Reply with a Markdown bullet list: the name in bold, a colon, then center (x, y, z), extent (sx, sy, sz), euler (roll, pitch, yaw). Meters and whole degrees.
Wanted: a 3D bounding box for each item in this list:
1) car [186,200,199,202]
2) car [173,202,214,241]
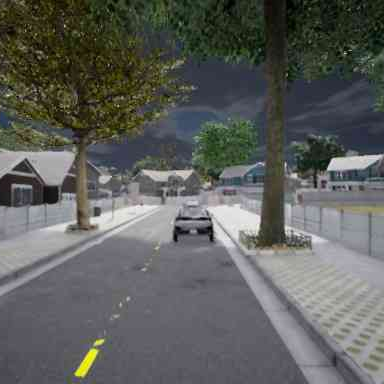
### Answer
- **car**: center (0.048, 1.520, 32.918), extent (1.812, 1.442, 4.674), euler (0, 0, 0)
- **car**: center (0.074, 1.482, 16.517), extent (2.128, 1.511, 4.902), euler (0, 0, 0)
